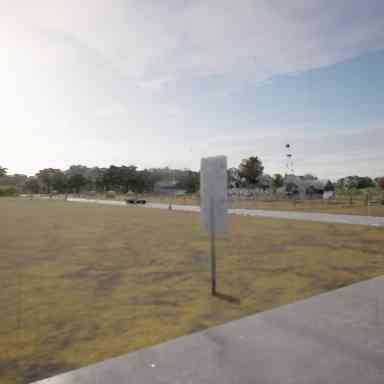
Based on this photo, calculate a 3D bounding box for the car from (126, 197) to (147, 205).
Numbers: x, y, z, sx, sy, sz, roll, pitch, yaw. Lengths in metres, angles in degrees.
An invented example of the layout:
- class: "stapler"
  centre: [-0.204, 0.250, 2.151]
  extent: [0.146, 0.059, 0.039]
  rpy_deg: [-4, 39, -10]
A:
- class: "car"
  centre: [-9.493, 1.518, 56.497]
  extent: [1.895, 1.301, 4.718]
  rpy_deg: [-1, 1, -35]
